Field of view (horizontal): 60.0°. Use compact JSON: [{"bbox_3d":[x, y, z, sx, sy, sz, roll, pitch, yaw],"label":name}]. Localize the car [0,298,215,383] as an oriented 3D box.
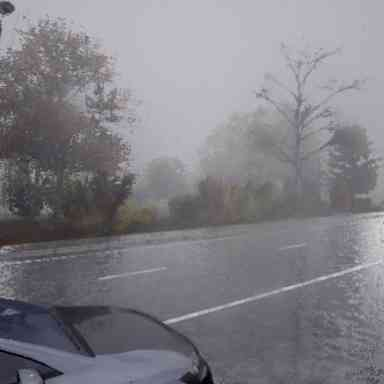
[{"bbox_3d":[-1.835,1.571,2.539,4.181,1.385,1.994,0,0,-36],"label":"car"}]
